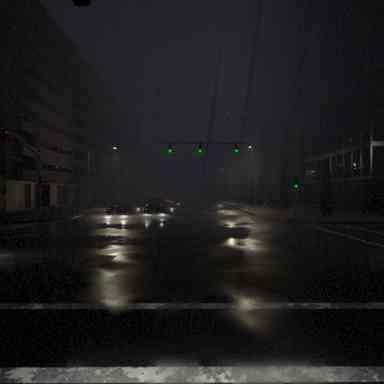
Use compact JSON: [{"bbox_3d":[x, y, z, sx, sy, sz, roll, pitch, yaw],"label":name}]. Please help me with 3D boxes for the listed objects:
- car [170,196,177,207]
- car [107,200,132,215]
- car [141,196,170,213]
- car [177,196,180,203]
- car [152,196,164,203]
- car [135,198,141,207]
[{"bbox_3d":[-3.832,1.490,51.527,1.882,1.535,5.008,0,0,1],"label":"car"},{"bbox_3d":[-7.443,1.535,34.329,1.812,1.442,4.674,0,1,0],"label":"car"},{"bbox_3d":[-3.948,1.364,36.571,2.097,1.767,4.553,0,0,0],"label":"car"},{"bbox_3d":[-3.540,1.532,69.125,1.882,1.535,5.008,0,0,1],"label":"car"},{"bbox_3d":[-7.040,1.585,69.165,1.812,1.442,4.674,0,0,1],"label":"car"},{"bbox_3d":[-7.344,1.576,50.670,1.994,1.385,4.181,0,0,1],"label":"car"}]
